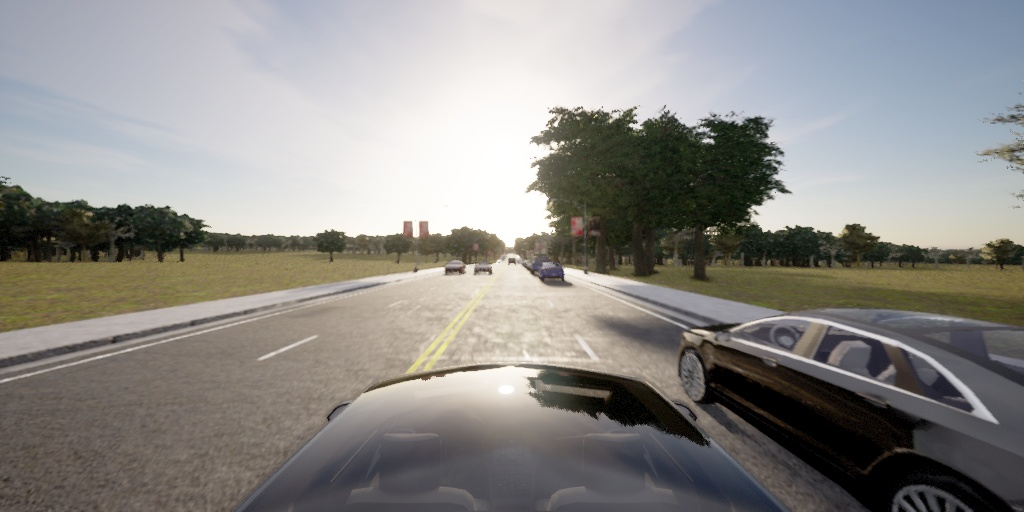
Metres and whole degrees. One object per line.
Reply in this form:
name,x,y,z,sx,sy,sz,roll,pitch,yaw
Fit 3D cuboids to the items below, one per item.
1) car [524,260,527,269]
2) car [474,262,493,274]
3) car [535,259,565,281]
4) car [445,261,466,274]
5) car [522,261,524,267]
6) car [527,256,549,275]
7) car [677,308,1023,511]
car,3.237,1.387,52.270,2.163,1.488,4.792,0,0,0
car,-3.323,1.394,42.039,1.994,1.385,4.181,0,0,0
car,3.243,1.264,30.235,1.882,1.535,5.008,0,0,0
car,-6.575,1.307,41.827,1.882,1.535,5.008,0,-1,0
car,3.234,1.496,63.243,2.033,1.411,5.357,0,0,0
car,3.240,1.049,41.269,2.150,2.045,5.566,0,0,0
car,3.350,1.242,3.405,2.128,1.511,4.902,0,0,0
